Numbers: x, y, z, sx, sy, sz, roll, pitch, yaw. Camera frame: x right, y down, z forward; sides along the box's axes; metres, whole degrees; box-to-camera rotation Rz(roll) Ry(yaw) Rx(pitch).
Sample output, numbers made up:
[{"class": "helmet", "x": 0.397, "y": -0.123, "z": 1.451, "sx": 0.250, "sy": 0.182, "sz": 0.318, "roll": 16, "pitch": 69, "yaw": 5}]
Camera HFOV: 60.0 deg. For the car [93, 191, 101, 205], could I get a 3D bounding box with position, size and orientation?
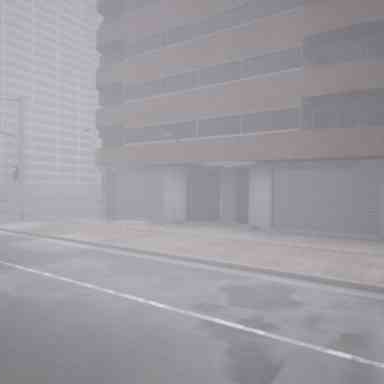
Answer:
[{"class": "car", "x": -10.324, "y": 0.929, "z": 44.057, "sx": 1.882, "sy": 1.535, "sz": 5.008, "roll": 1, "pitch": 1, "yaw": 35}]
